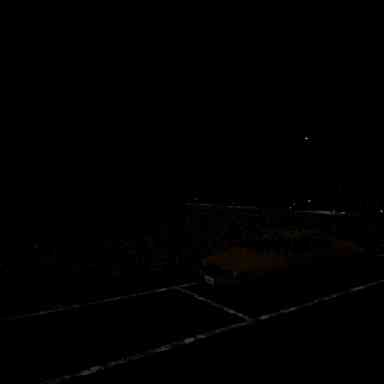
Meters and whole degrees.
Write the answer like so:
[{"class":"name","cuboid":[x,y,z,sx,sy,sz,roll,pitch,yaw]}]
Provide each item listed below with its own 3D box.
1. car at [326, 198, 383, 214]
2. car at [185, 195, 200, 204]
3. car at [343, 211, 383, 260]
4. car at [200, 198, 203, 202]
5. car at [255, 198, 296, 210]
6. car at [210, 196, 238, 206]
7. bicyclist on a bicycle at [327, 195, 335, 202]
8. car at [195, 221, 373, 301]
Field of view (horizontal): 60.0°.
[{"class":"car","cuboid":[14.675,1.342,30.209,2.128,1.511,4.902,1,0,-34]},{"class":"car","cuboid":[-1.283,1.192,53.556,1.895,1.301,4.718,1,0,-34]},{"class":"car","cuboid":[7.105,1.547,11.641,4.507,1.381,1.887,0,1,-35]},{"class":"car","cuboid":[-0.220,1.200,57.598,1.895,1.301,4.718,1,0,-35]},{"class":"car","cuboid":[9.437,1.367,37.854,1.895,1.301,4.718,1,0,-34]},{"class":"car","cuboid":[4.313,1.247,45.347,1.994,1.385,4.181,1,0,-34]},{"class":"bicyclist on a bicycle","cuboid":[16.282,1.158,38.904,1.656,1.620,0.582,0,0,-34]},{"class":"car","cuboid":[2.345,1.526,8.337,4.829,1.417,1.752,0,1,-35]}]
